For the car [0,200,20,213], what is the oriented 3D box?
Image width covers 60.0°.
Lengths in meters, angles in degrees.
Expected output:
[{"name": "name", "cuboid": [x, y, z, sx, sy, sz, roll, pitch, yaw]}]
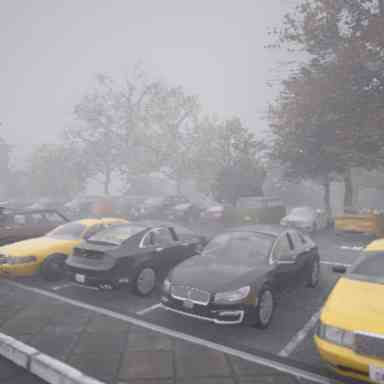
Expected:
[{"name": "car", "cuboid": [-24.823, 1.871, 42.056, 2.097, 1.535, 5.008, -1, -1, 36]}]

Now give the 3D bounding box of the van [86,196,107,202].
[{"name": "van", "cuboid": [-6.651, 1.311, 29.194, 1.878, 1.987, 4.442, 0, 0, 36]}]

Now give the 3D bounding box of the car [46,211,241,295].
[{"name": "car", "cuboid": [-0.910, 1.512, 8.846, 2.231, 1.521, 4.892, 0, 0, 36]}]

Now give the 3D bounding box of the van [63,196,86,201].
[{"name": "van", "cuboid": [-9.147, 1.316, 30.694, 1.878, 1.987, 4.442, -1, 0, 36]}]

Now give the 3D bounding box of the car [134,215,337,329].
[{"name": "car", "cuboid": [1.355, 1.507, 7.240, 2.231, 1.521, 4.892, 0, 0, 36]}]

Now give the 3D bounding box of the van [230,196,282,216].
[{"name": "van", "cuboid": [4.509, 1.288, 21.203, 1.878, 1.987, 4.442, 0, 0, 36]}]

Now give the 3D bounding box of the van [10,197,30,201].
[{"name": "van", "cuboid": [-17.897, 1.495, 37.247, 1.878, 1.987, 4.442, -1, -1, 36]}]

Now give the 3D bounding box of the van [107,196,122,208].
[{"name": "van", "cuboid": [-4.500, 1.307, 27.654, 1.878, 1.987, 4.442, 0, 0, 36]}]

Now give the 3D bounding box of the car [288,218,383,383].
[{"name": "car", "cuboid": [3.500, 1.498, 5.468, 1.946, 1.575, 5.366, 0, 0, 36]}]

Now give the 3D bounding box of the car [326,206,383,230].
[{"name": "car", "cuboid": [9.045, 1.504, 17.806, 2.097, 1.535, 5.008, 0, 0, 36]}]

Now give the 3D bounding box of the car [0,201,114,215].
[{"name": "car", "cuboid": [-5.439, 1.395, 12.058, 2.185, 1.767, 4.553, 0, 0, 36]}]

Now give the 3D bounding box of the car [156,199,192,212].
[{"name": "car", "cuboid": [0.036, 1.523, 24.256, 2.097, 1.535, 5.008, 0, 0, 36]}]

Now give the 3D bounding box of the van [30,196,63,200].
[{"name": "van", "cuboid": [-13.530, 1.397, 33.833, 1.878, 1.987, 4.442, -1, -1, 36]}]

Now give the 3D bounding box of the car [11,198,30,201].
[{"name": "car", "cuboid": [-15.817, 1.669, 35.386, 1.946, 1.575, 5.366, -1, -1, 36]}]

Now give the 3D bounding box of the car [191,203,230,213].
[{"name": "car", "cuboid": [2.291, 1.558, 22.646, 2.002, 1.452, 4.674, 0, 0, 36]}]

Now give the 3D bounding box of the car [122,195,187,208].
[{"name": "car", "cuboid": [-2.332, 1.277, 25.923, 2.435, 2.045, 5.566, 0, 0, 36]}]

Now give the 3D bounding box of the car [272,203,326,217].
[{"name": "car", "cuboid": [6.696, 1.549, 19.497, 2.002, 1.452, 4.674, 0, 0, 36]}]

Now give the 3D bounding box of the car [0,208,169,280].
[{"name": "car", "cuboid": [-3.272, 1.513, 10.316, 1.946, 1.575, 5.366, 0, 0, 36]}]

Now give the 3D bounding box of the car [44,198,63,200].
[{"name": "car", "cuboid": [-11.204, 1.573, 32.317, 2.097, 1.535, 5.008, -1, -1, 36]}]

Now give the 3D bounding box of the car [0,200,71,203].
[{"name": "car", "cuboid": [-7.697, 1.399, 13.674, 2.185, 1.767, 4.553, 0, 0, 36]}]
